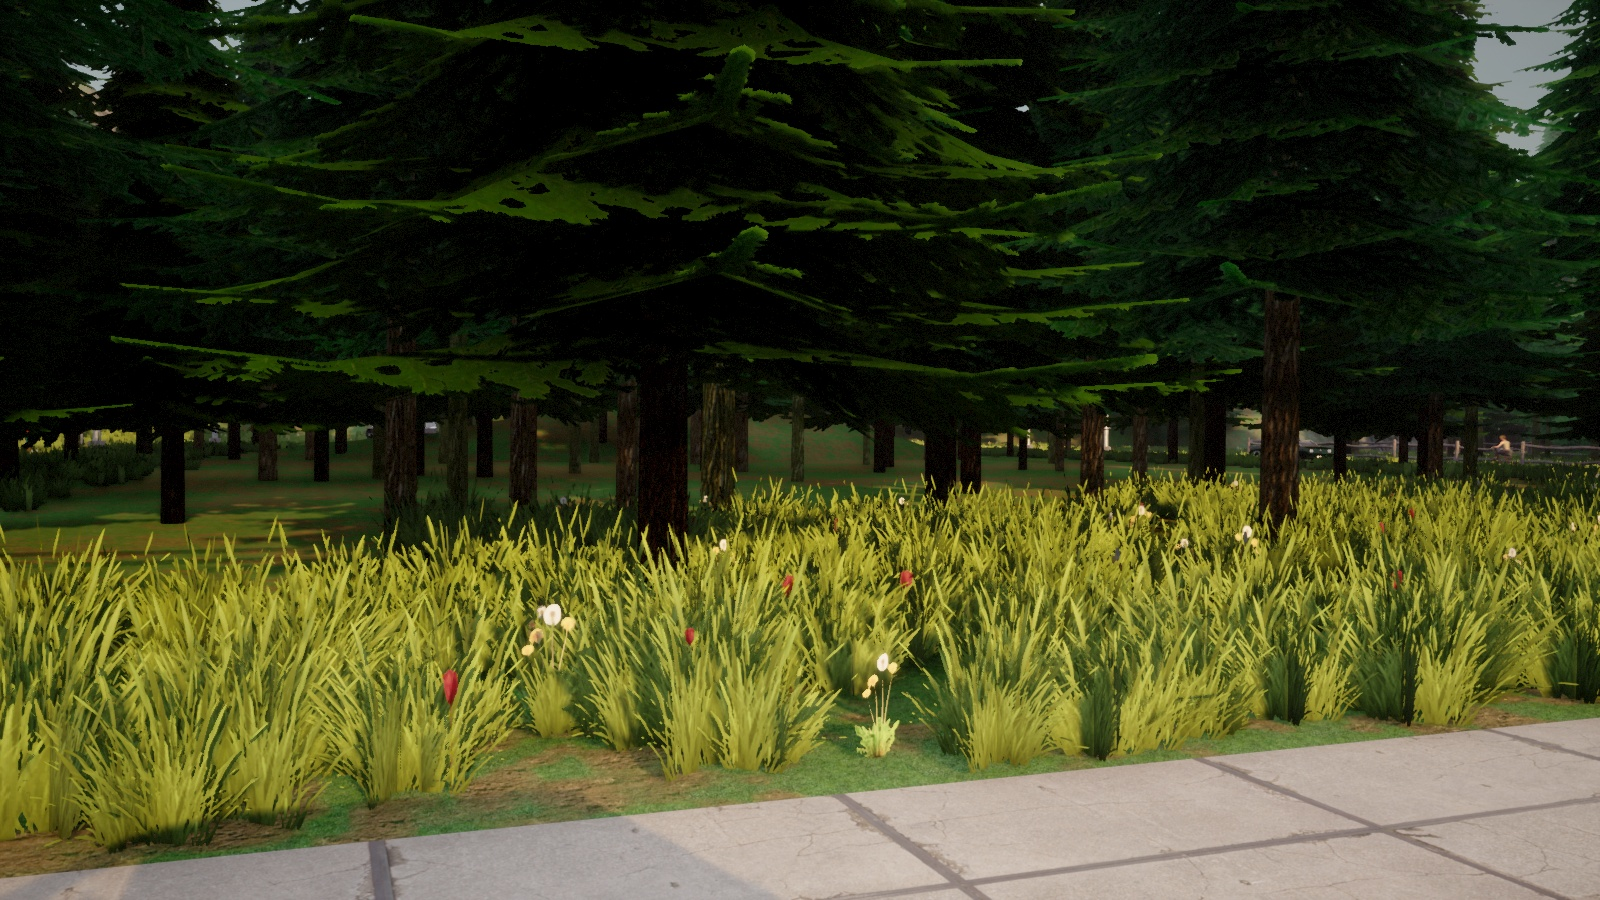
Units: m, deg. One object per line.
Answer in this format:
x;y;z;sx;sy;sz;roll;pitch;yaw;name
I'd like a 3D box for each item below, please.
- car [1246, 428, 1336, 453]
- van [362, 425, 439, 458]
26.716;-0.531;68.480;1.895;1.301;4.718;-1;1;-20;car
-26.314;-0.567;82.746;4.480;2.038;2.069;-1;1;-29;van
